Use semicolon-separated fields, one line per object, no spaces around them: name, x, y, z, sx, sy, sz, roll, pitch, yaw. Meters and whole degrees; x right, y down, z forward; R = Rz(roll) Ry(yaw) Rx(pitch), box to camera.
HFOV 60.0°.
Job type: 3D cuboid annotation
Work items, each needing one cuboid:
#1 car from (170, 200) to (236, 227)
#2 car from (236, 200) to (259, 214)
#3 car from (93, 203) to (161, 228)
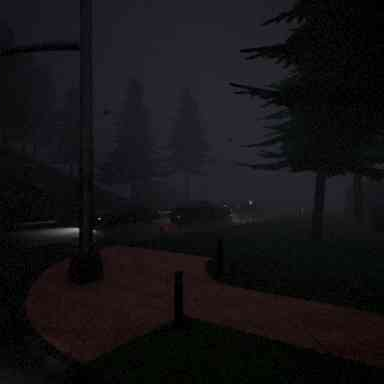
car;0.651;1.313;21.589;1.882;1.535;5.008;0;0;35
car;5.061;1.437;33.809;1.895;1.301;4.718;0;0;35
car;-4.230;1.382;20.933;2.033;1.411;5.357;0;0;36
